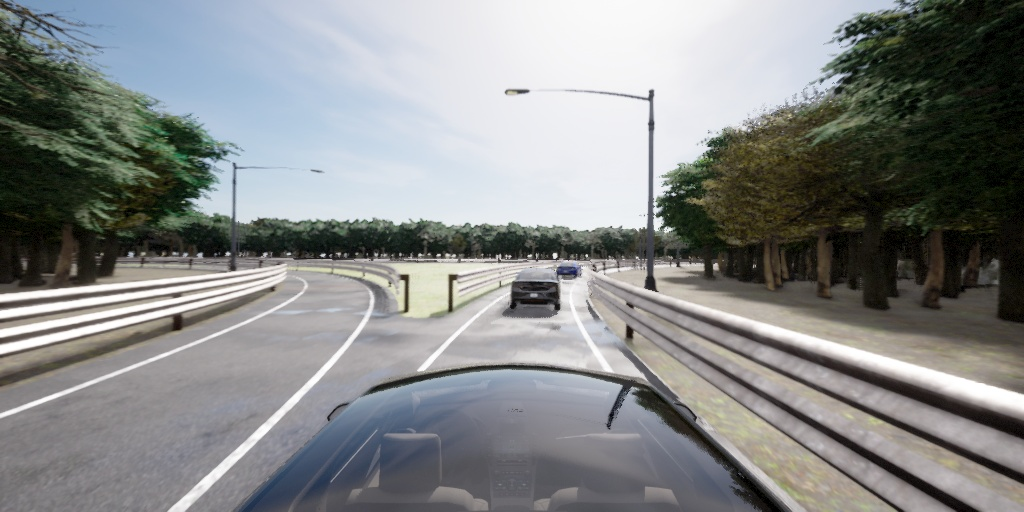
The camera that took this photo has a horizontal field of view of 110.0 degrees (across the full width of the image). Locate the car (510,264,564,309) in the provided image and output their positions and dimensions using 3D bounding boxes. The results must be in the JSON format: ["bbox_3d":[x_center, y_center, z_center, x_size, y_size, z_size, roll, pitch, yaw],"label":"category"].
[{"bbox_3d":[1.086,1.242,15.173,1.882,1.535,5.008,0,0,7],"label":"car"}]

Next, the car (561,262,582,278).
[{"bbox_3d":[5.729,1.286,35.332,1.882,1.535,5.008,0,0,18],"label":"car"}]
